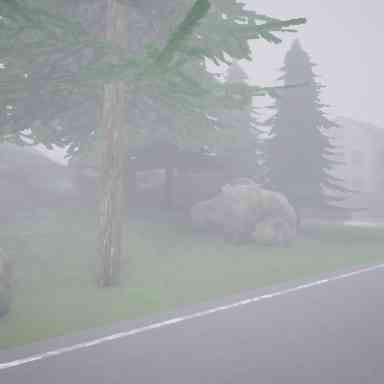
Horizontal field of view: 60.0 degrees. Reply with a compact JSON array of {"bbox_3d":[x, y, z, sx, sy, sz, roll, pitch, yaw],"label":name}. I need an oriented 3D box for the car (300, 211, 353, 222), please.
[{"bbox_3d":[10.295,1.547,26.097,1.994,1.385,4.181,0,0,-35],"label":"car"}]
